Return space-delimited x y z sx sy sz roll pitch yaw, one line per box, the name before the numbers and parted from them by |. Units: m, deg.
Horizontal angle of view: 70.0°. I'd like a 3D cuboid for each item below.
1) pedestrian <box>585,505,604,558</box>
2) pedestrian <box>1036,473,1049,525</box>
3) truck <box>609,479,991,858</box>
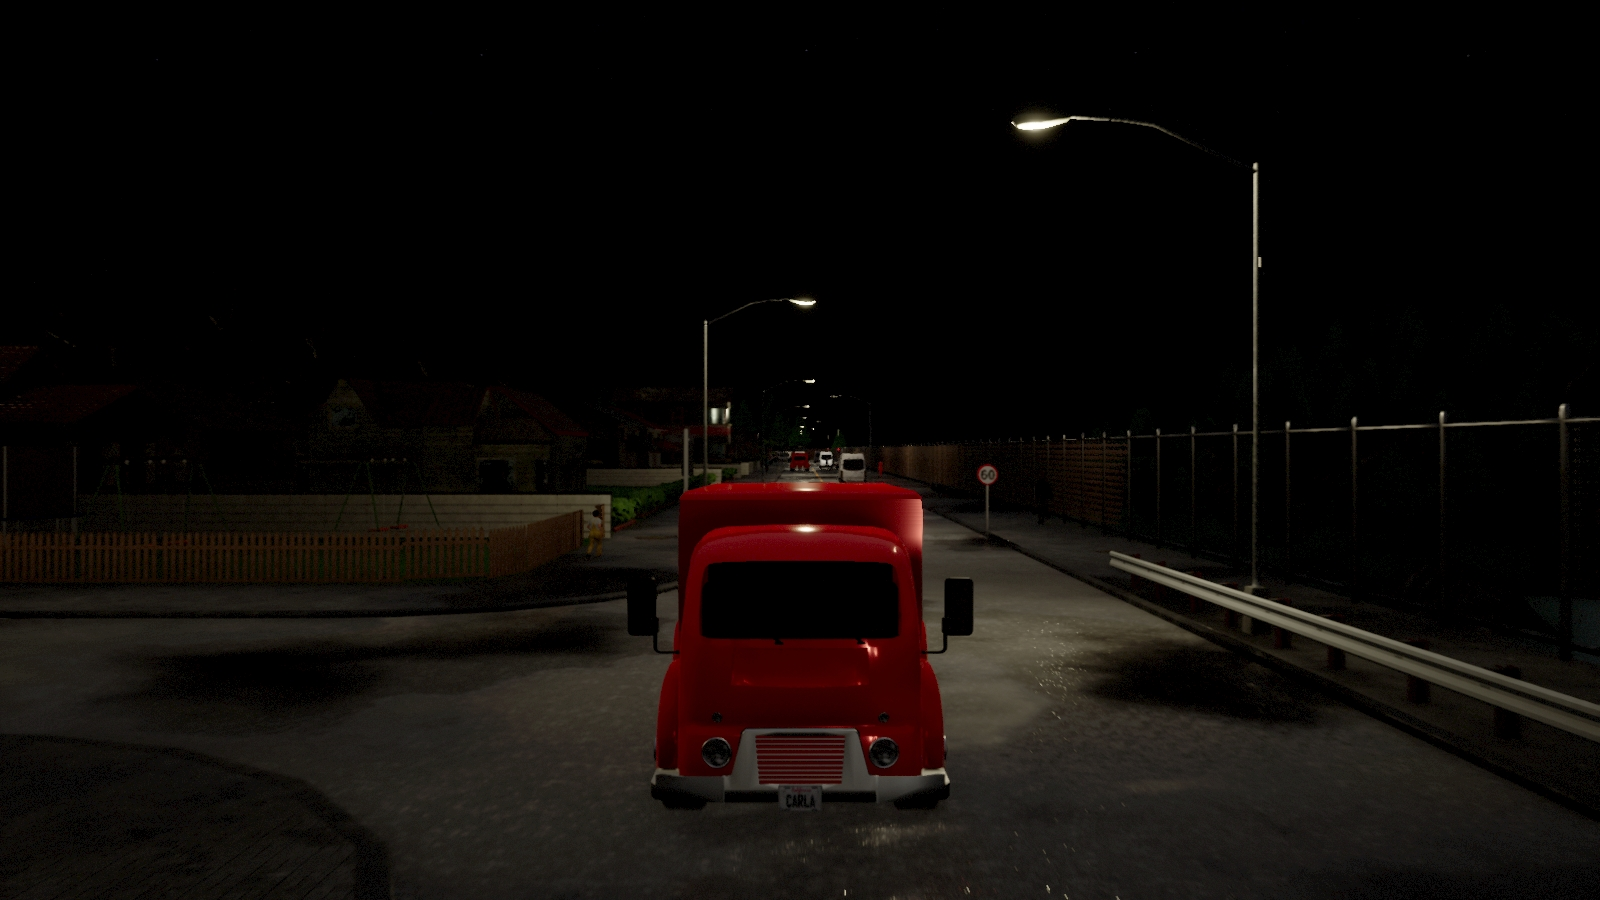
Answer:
pedestrian | -5.108 2.028 28.420 0.375 1.300 0.375 0 0 10
pedestrian | 8.686 1.749 40.923 0.375 1.860 0.375 0 0 1
truck | 0.000 1.569 10.445 2.627 2.467 5.204 0 0 0
